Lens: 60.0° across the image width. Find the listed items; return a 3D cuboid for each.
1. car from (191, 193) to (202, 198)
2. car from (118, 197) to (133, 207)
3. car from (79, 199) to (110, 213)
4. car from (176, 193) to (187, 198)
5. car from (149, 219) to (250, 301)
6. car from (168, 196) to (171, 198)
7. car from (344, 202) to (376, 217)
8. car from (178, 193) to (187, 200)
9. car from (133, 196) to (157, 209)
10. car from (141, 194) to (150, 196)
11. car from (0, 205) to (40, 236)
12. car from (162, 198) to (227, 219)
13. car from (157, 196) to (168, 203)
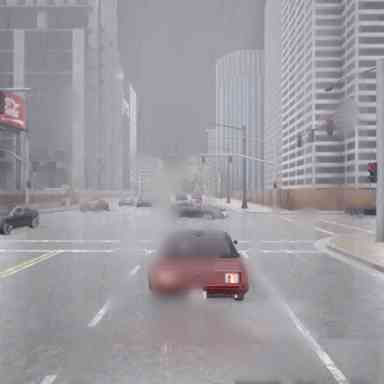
[{"bbox_3d":[1.048,1.216,73.394,2.150,2.045,5.566,0,0,1],"label":"car"},{"bbox_3d":[-9.878,1.526,50.715,1.812,1.442,4.674,0,0,1],"label":"car"},{"bbox_3d":[-10.700,1.525,36.990,1.812,1.442,4.674,0,0,11],"label":"car"},{"bbox_3d":[-2.452,1.216,73.445,2.150,2.045,5.566,0,0,1],"label":"car"},{"bbox_3d":[0.216,1.601,8.322,1.895,1.301,4.718,0,0,2],"label":"car"},{"bbox_3d":[-5.894,1.538,77.477,1.994,1.385,4.181,0,0,1],"label":"car"},{"bbox_3d":[16.547,1.601,30.443,4.718,1.301,1.895,0,0,1],"label":"car"},{"bbox_3d":[-2.297,1.184,84.085,2.097,1.767,4.553,0,0,1],"label":"car"},{"bbox_3d":[-6.452,1.600,45.842,1.895,1.301,4.718,0,0,1],"label":"car"},{"bbox_3d":[-9.576,1.352,66.268,2.097,1.767,4.553,0,0,1],"label":"car"},{"bbox_3d":[-10.350,1.491,18.608,2.128,1.511,4.902,0,0,1],"label":"car"},{"bbox_3d":[0.424,1.491,26.170,4.902,1.511,2.128,0,0,33],"label":"car"},{"bbox_3d":[-6.183,1.601,62.011,1.895,1.301,4.718,0,0,1],"label":"car"}]
